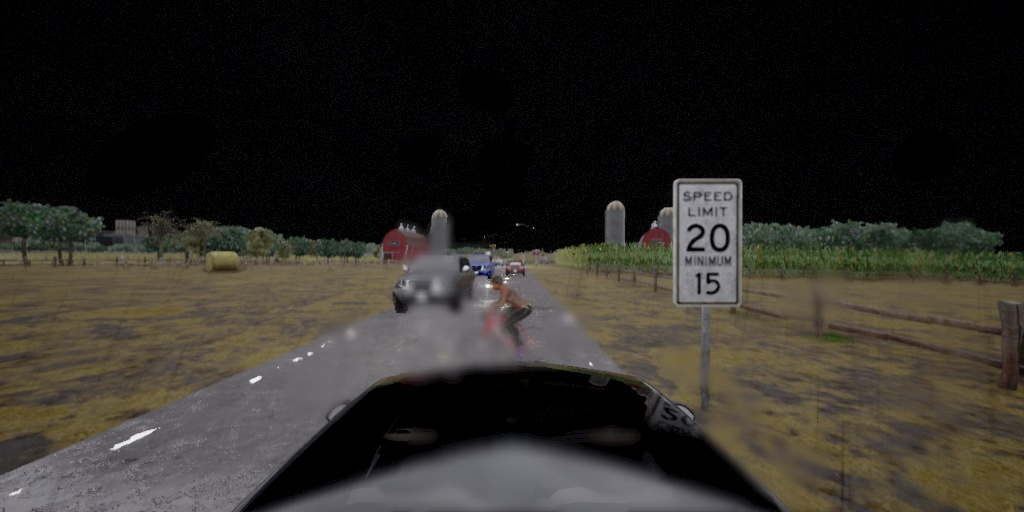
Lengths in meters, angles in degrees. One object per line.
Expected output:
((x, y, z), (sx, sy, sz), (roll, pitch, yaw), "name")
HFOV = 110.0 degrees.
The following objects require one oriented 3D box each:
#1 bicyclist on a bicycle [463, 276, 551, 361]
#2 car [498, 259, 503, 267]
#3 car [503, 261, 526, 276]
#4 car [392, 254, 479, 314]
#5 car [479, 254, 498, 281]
((-0.104, 1.189, 6.607), (1.656, 1.620, 0.582), (-1, 0, 0), "bicyclist on a bicycle")
((-2.344, 1.266, 63.375), (2.033, 1.411, 5.357), (0, 0, 1), "car")
((0.316, 1.177, 35.244), (1.812, 1.442, 4.674), (0, 0, 1), "car")
((-2.770, 0.932, 13.983), (2.150, 2.045, 5.566), (0, 0, 1), "car")
((-2.609, 0.884, 29.656), (2.150, 2.045, 5.566), (0, 0, 1), "car")
